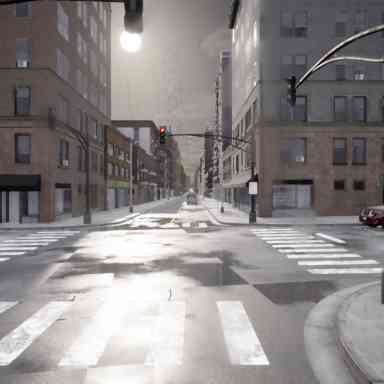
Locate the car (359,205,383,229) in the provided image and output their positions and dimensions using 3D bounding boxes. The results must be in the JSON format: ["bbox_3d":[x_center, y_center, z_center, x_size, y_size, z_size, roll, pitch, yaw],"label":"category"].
[{"bbox_3d":[12.058,1.123,18.418,5.009,1.841,2.192,-1,1,0],"label":"car"}]

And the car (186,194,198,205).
[{"bbox_3d":[0.000,1.593,60.066,2.033,1.411,5.357,0,0,0],"label":"car"}]
